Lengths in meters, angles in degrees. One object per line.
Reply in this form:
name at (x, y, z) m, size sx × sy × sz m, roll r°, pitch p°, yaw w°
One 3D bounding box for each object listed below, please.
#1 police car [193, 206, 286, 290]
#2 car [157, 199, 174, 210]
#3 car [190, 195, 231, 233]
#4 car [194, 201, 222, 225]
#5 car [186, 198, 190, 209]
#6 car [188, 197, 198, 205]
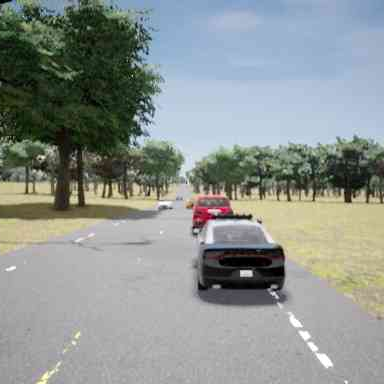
police car at (1.076, 1.401, 9.131) m, size 1.930 × 1.638 × 5.238 m, roll 0°, pitch 0°, yaw 0°
car at (-3.475, 1.602, 44.241) m, size 1.812 × 1.442 × 4.674 m, roll 0°, pitch 0°, yaw 0°
car at (1.105, 1.201, 19.054) m, size 2.150 × 2.045 × 5.566 m, roll 0°, pitch 0°, yaw 0°
car at (1.122, 1.470, 25.028) m, size 1.882 × 1.535 × 5.008 m, roll 0°, pitch 0°, yaw 0°
car at (0.158, 1.567, 46.958) m, size 1.882 × 1.535 × 5.008 m, roll 0°, pitch 0°, yaw 1°
car at (0.109, 1.716, 64.245) m, size 1.812 × 1.442 × 4.674 m, roll 0°, pitch 0°, yaw 0°
